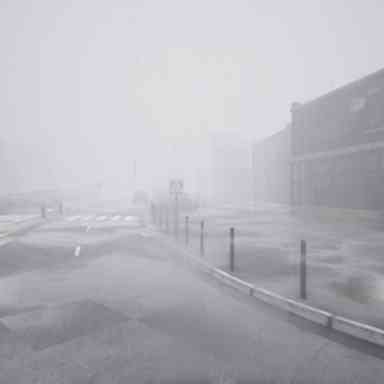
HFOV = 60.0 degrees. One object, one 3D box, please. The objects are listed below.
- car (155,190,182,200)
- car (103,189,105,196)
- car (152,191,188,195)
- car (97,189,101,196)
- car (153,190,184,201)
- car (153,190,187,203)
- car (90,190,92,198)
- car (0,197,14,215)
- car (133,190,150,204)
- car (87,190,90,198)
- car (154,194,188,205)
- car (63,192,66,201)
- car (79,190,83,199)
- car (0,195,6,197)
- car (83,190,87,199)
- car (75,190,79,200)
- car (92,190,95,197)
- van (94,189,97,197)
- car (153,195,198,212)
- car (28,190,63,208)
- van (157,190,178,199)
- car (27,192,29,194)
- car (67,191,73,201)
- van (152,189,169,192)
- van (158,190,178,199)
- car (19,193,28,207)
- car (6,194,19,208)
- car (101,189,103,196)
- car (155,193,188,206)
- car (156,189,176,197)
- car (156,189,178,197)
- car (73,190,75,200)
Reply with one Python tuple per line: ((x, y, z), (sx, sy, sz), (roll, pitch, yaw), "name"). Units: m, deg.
((-4.956, 0.555, 69.482), (5.566, 2.045, 2.435), (0, 1, -5), "car")
((-27.272, 0.540, 91.280), (4.792, 1.488, 2.163), (0, 1, -5), "car")
((-2.193, 1.107, 39.034), (4.553, 1.767, 2.185), (0, 1, -5), "car")
((-26.925, 0.560, 85.774), (5.366, 1.575, 1.946), (0, 1, -5), "car")
((-4.271, 0.668, 61.299), (5.566, 2.045, 2.435), (0, 1, -5), "car")
((-3.700, 0.751, 55.643), (5.566, 2.045, 2.435), (0, 1, -5), "car")
((-25.730, 0.683, 74.810), (4.892, 1.521, 2.231), (0, 1, -5), "car")
((-16.987, 1.371, 27.502), (1.994, 1.385, 4.181), (0, 1, -3), "car")
((-8.102, 0.769, 52.808), (2.150, 2.045, 5.566), (0, 1, -5), "car")
((-25.479, 0.715, 72.064), (4.892, 1.521, 2.231), (0, 1, -5), "car")
((-3.245, 1.082, 50.234), (5.008, 1.535, 2.097), (0, 1, -5), "car")
((-23.543, 0.967, 52.862), (5.366, 1.575, 1.946), (0, 1, -5), "car")
((-24.952, 0.657, 66.574), (4.553, 1.767, 2.185), (0, 1, -5), "car")
((-21.938, 1.090, 33.619), (4.553, 1.767, 2.185), (0, 1, -5), "car")
((-25.228, 0.749, 69.319), (4.892, 1.521, 2.231), (0, 1, -5), "car")
((-24.763, 0.692, 63.822), (4.553, 1.767, 2.185), (0, 1, -5), "car")
((-25.981, 0.651, 77.554), (4.892, 1.521, 2.231), (0, 1, -5), "car")
((-26.132, 0.394, 80.431), (4.442, 1.987, 1.878), (0, 1, -5), "van")
((-1.763, 1.311, 33.617), (4.792, 1.488, 2.163), (0, 0, -5), "car")
((-18.088, 1.016, 41.372), (2.097, 1.767, 4.553), (0, 1, -5), "car")
((-5.351, 0.543, 72.238), (4.442, 1.987, 1.878), (0, 1, -5), "van")
((-22.981, 1.089, 44.608), (4.892, 1.521, 2.231), (0, 1, -5), "car")
((-24.235, 0.892, 58.336), (5.008, 1.535, 2.097), (0, 1, -5), "car")
((-2.602, 0.975, 41.915), (4.442, 1.987, 1.878), (0, 1, -5), "van")
((-5.369, 0.510, 75.024), (4.442, 1.987, 1.878), (0, 1, -5), "van")
((-22.469, 1.195, 39.113), (4.674, 1.452, 2.002), (0, 1, -5), "car")
((-22.226, 1.188, 36.368), (5.008, 1.535, 2.097), (0, 1, -5), "car")
((-26.985, 0.537, 88.536), (4.892, 1.521, 2.231), (0, 1, -5), "car")
((-2.946, 1.000, 47.343), (4.553, 1.767, 2.185), (0, 1, -5), "car")
((-7.270, 0.272, 94.384), (5.566, 2.045, 2.435), (0, 1, -5), "car")
((-6.518, 0.356, 86.083), (5.566, 2.045, 2.435), (0, 1, -5), "car")
((-24.511, 0.729, 61.077), (4.553, 1.767, 2.185), (0, 1, -5), "car")
